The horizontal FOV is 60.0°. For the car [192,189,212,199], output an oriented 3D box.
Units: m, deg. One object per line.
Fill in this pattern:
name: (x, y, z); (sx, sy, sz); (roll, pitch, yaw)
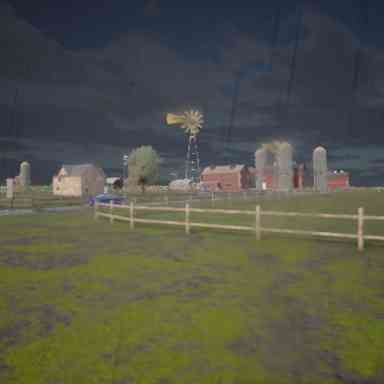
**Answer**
car: (1.750, 0.582, 58.718); (1.994, 1.385, 4.181); (-1, 1, 36)

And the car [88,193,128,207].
car: (-9.627, 0.908, 38.378); (1.882, 1.535, 5.008); (-1, 1, 36)
